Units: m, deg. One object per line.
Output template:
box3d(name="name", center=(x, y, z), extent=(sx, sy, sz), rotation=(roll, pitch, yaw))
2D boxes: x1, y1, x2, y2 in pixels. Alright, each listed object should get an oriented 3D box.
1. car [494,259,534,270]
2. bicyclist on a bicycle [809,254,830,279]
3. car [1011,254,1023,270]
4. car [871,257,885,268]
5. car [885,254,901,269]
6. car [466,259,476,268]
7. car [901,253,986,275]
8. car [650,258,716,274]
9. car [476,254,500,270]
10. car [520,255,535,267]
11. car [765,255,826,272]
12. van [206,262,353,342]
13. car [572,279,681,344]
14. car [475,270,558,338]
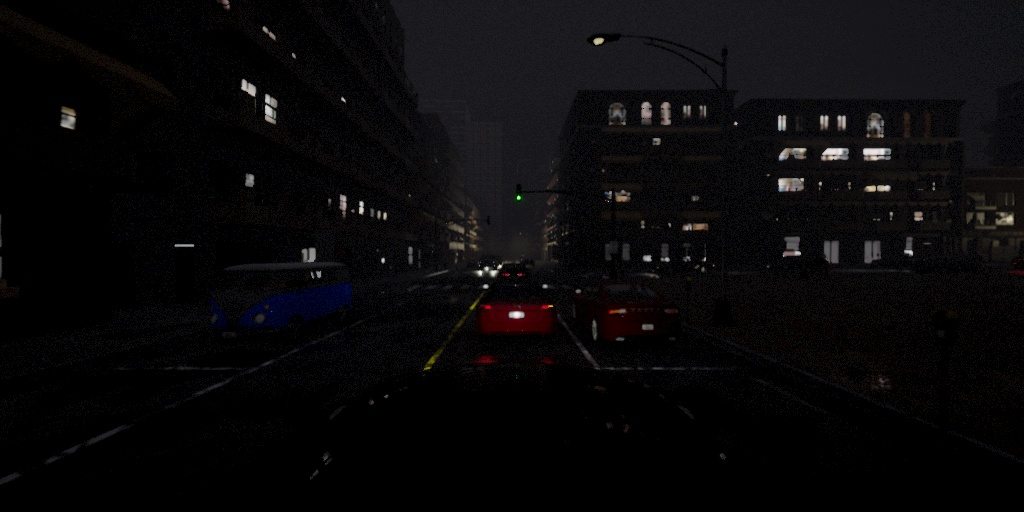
box3d(name="car", center=(0.100, 1.162, 21.654), extent=(1.837, 1.490, 4.892), rotation=(0, 0, 0))
box3d(name="bicyclist on a bicycle", center=(20.244, 0.666, 23.629), extent=(0.582, 1.620, 1.656), rotation=(-1, 0, -1))
box3d(name="car", center=(44.395, 0.416, 29.562), extent=(4.892, 1.490, 1.837), rotation=(-1, 1, 0))
box3d(name="car", center=(37.928, 0.504, 35.217), extent=(4.313, 1.339, 1.948), rotation=(0, 0, -1))
box3d(name="car", center=(37.443, 0.580, 32.598), extent=(4.718, 1.301, 1.895), rotation=(-1, 1, -1))
box3d(name="car", center=(-5.691, 1.074, 52.790), extent=(2.007, 1.370, 4.403), rotation=(0, 0, 0))
box3d(name="car", center=(32.477, 0.683, 26.760), extent=(4.403, 1.370, 2.007), rotation=(0, 0, -1))
box3d(name="car", center=(15.349, 0.876, 32.303), extent=(5.357, 1.411, 2.033), rotation=(-1, 1, -1))
box3d(name="car", center=(-3.086, 0.769, 46.792), extent=(2.150, 2.045, 5.566), rotation=(0, 0, 0))
box3d(name="car", center=(2.689, 0.942, 58.312), extent=(1.967, 1.591, 4.097), rotation=(0, 0, 0))
box3d(name="car", center=(25.624, 0.657, 32.442), extent=(4.902, 1.511, 2.128), rotation=(-1, 1, -1))
box3d(name="van", center=(-5.692, 1.055, 9.315), extent=(1.690, 1.789, 3.998), rotation=(0, 0, 0))
box3d(name="car", center=(2.689, 1.259, 9.314), extent=(1.888, 1.381, 4.507), rotation=(0, 0, 0))
box3d(name="car", center=(0.100, 1.275, 10.024), extent=(1.994, 1.385, 4.181), rotation=(0, 0, 0))
